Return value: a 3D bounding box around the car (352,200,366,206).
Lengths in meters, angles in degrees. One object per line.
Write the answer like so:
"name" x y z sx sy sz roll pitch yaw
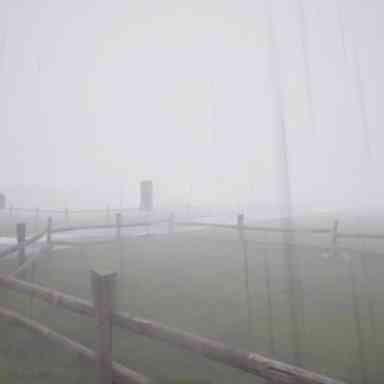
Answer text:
"car" 42.352 2.783 85.108 2.128 1.511 4.902 -1 -1 35
